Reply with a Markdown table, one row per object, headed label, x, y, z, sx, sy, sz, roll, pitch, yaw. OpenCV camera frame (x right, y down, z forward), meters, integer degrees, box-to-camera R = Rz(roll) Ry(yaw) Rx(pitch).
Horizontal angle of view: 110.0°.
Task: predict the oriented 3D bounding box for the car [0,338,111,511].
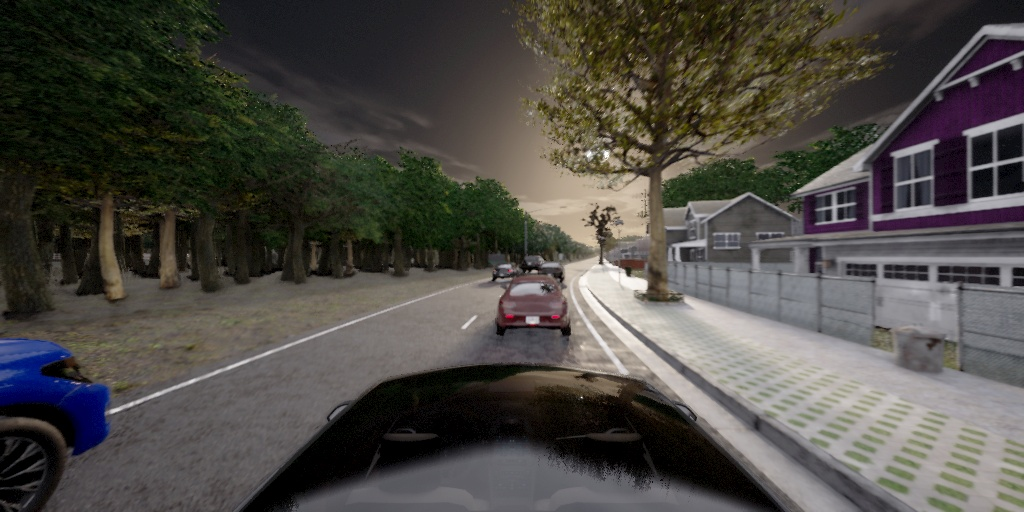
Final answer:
| label | x | y | z | sx | sy | sz | roll | pitch | yaw |
| --- | --- | --- | --- | --- | --- | --- | --- | --- | --- |
| car | -4.571 | 0.991 | 0.649 | 2.150 | 2.045 | 5.566 | 0 | 0 | 1 |

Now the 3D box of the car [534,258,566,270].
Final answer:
| label | x | y | z | sx | sy | sz | roll | pitch | yaw |
| --- | --- | --- | --- | --- | --- | --- | --- | --- | --- |
| car | 3.143 | 1.172 | 28.121 | 1.882 | 1.535 | 5.008 | 0 | 0 | 11 |

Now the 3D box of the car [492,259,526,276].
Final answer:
| label | x | y | z | sx | sy | sz | roll | pitch | yaw |
| --- | --- | --- | --- | --- | --- | --- | --- | --- | --- |
| car | -0.315 | 1.231 | 28.776 | 1.812 | 1.442 | 4.674 | 0 | 0 | 11 |

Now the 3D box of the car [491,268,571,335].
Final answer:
| label | x | y | z | sx | sy | sz | roll | pitch | yaw |
| --- | --- | --- | --- | --- | --- | --- | --- | --- | --- |
| car | 0.625 | 1.254 | 10.292 | 1.812 | 1.442 | 4.674 | 0 | 0 | 4 |

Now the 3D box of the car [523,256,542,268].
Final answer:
| label | x | y | z | sx | sy | sz | roll | pitch | yaw |
| --- | --- | --- | --- | --- | --- | --- | --- | --- | --- |
| car | 2.629 | 0.998 | 42.129 | 2.150 | 2.045 | 5.566 | 0 | 0 | 15 |
